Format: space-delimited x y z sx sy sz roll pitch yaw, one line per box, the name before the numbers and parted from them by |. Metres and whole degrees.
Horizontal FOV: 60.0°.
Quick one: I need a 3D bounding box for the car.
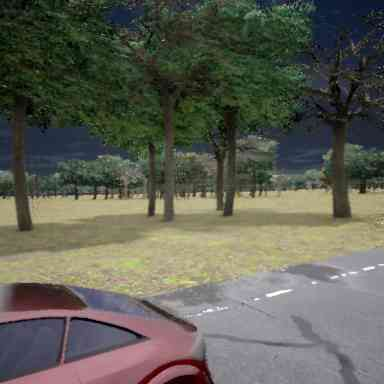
car | -1.841 1.564 2.679 4.181 1.385 1.994 0 0 -35
